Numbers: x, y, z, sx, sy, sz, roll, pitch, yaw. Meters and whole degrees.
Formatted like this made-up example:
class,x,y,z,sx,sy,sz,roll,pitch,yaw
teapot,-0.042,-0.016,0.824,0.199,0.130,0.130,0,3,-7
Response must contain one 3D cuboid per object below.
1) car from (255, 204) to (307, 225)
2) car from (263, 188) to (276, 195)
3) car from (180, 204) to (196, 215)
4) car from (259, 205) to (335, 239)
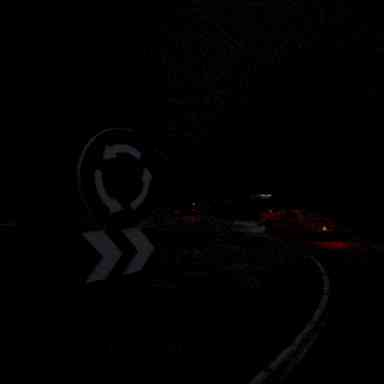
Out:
class,x,y,z,sx,sy,sz,roll,pitch,yaw
car,6.899,1.700,25.119,2.097,1.767,4.553,0,0,-33
car,19.293,-0.217,82.801,1.812,1.442,4.674,-1,4,43
car,-0.551,2.228,42.995,1.895,1.301,4.718,0,0,-3
car,6.124,1.758,19.445,1.882,1.535,5.008,0,-1,-16
